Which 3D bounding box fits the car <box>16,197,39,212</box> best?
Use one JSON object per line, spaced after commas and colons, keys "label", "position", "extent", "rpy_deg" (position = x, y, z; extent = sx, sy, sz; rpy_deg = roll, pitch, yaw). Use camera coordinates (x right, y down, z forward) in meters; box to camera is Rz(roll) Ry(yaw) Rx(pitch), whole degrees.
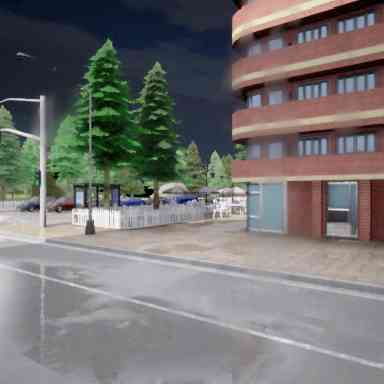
{"label": "car", "position": [-17.130, 1.286, 37.251], "extent": [2.097, 1.767, 4.553], "rpy_deg": [0, 0, 35]}

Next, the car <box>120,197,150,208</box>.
{"label": "car", "position": [-8.237, 1.413, 43.557], "extent": [1.882, 1.535, 5.008], "rpy_deg": [0, 0, 37]}

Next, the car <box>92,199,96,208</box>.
{"label": "car", "position": [-12.095, 1.498, 44.221], "extent": [1.994, 1.385, 4.181], "rpy_deg": [0, 0, 35]}

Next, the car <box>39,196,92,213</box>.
{"label": "car", "position": [-13.645, 1.287, 36.113], "extent": [2.097, 1.767, 4.553], "rpy_deg": [0, 0, 36]}

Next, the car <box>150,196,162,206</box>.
{"label": "car", "position": [-5.683, 1.437, 52.206], "extent": [1.837, 1.490, 4.892], "rpy_deg": [0, 1, 42]}

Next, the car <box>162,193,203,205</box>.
{"label": "car", "position": [-1.415, 1.157, 51.748], "extent": [5.566, 2.045, 2.150], "rpy_deg": [0, 0, -44]}

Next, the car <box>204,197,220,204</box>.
{"label": "car", "position": [2.965, 1.499, 59.738], "extent": [4.181, 1.385, 1.994], "rpy_deg": [0, 0, -33]}
